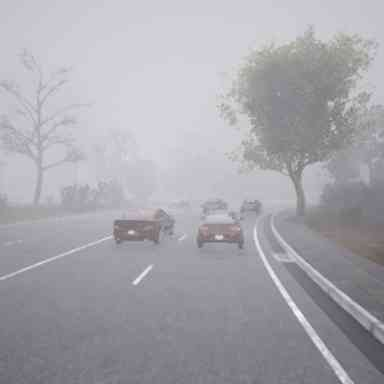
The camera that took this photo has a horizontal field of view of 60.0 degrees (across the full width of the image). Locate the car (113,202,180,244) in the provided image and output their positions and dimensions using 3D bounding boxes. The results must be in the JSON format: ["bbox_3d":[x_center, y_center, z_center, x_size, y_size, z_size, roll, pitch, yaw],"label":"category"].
[{"bbox_3d":[-2.076,1.455,15.669,1.882,1.535,5.008,0,0,8],"label":"car"}]

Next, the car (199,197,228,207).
[{"bbox_3d":[2.546,1.470,35.039,2.128,1.511,4.902,0,0,18],"label":"car"}]

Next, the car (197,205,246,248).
[{"bbox_3d":[1.322,1.519,14.720,1.812,1.442,4.674,0,0,8],"label":"car"}]

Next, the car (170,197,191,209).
[{"bbox_3d":[-1.677,1.465,44.394,1.812,1.442,4.674,0,0,22],"label":"car"}]

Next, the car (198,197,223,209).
[{"bbox_3d":[2.578,1.467,45.503,1.837,1.490,4.892,0,0,24],"label":"car"}]

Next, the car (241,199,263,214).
[{"bbox_3d":[6.465,1.491,35.680,2.128,1.511,4.902,0,0,19],"label":"car"}]
